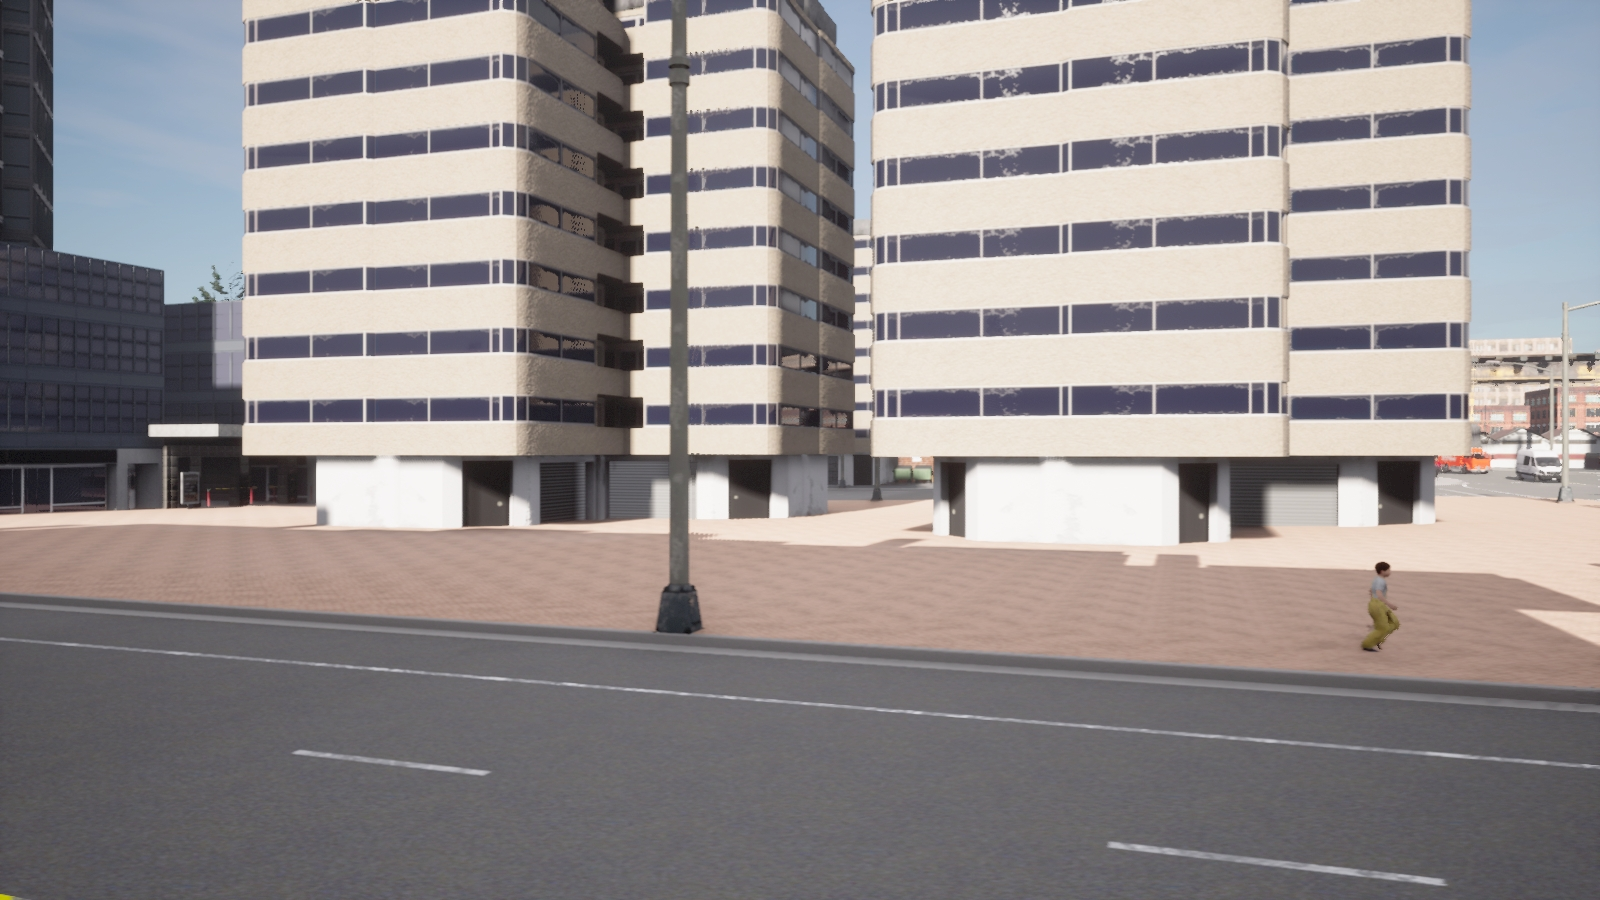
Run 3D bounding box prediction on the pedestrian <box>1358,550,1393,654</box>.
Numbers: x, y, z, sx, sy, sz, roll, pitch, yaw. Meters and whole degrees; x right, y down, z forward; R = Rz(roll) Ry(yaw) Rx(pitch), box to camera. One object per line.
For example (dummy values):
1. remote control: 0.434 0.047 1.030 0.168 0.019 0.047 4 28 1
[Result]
1. pedestrian: 7.521 1.976 14.927 0.375 1.300 0.375 0 0 22
